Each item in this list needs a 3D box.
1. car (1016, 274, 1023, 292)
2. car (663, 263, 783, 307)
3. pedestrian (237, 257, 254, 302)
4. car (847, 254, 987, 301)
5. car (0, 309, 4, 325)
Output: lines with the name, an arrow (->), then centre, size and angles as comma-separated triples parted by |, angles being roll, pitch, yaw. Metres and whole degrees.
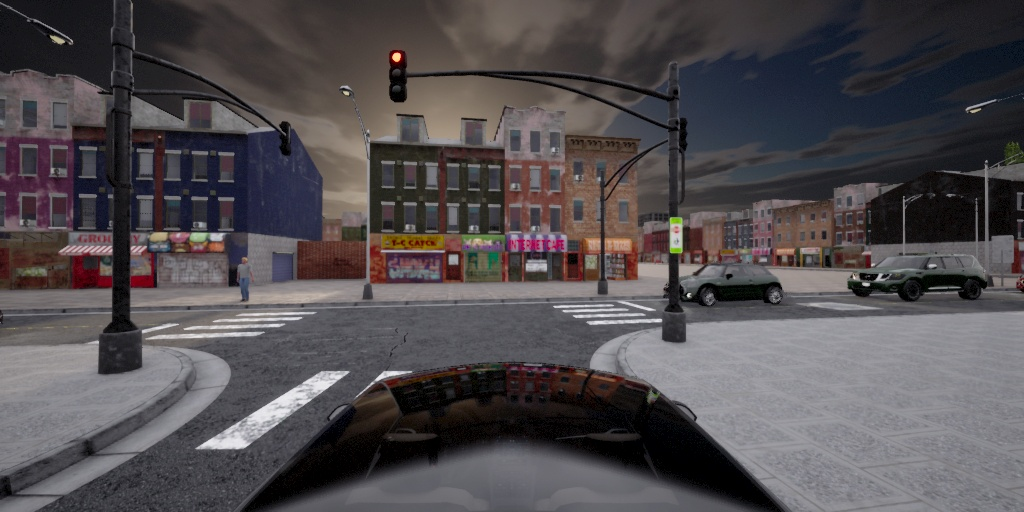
car -> 28.625, 1.034, 18.187 | 4.553, 1.767, 2.097 | 0, 0, -8
car -> 8.731, 1.083, 15.044 | 4.553, 1.767, 2.097 | 0, 0, -11
pedestrian -> -11.107, 0.945, 14.948 | 0.375, 1.860, 0.375 | 0, 0, -9
car -> 18.778, 0.927, 16.687 | 5.566, 2.045, 2.150 | 0, 0, -9
car -> -15.411, 1.277, 8.354 | 4.902, 1.511, 2.128 | 0, 0, -8
